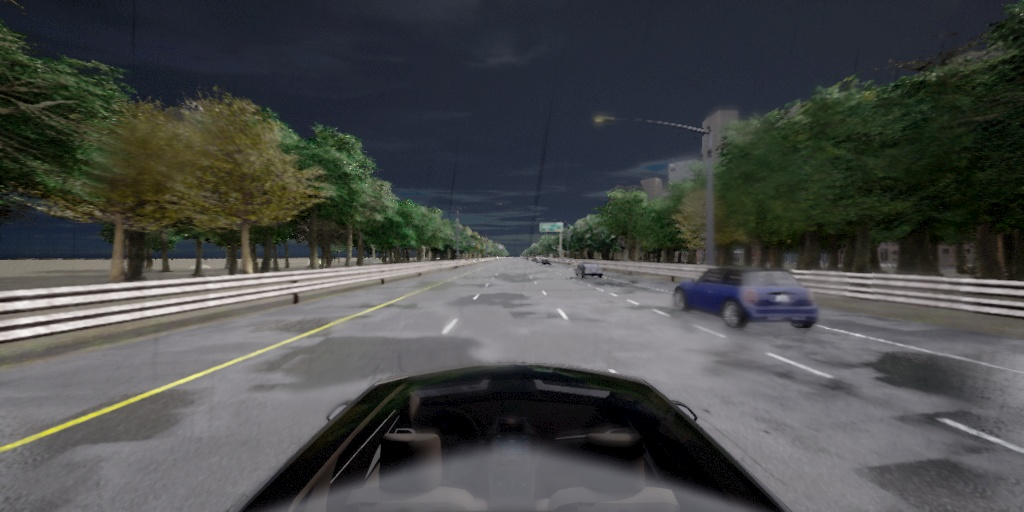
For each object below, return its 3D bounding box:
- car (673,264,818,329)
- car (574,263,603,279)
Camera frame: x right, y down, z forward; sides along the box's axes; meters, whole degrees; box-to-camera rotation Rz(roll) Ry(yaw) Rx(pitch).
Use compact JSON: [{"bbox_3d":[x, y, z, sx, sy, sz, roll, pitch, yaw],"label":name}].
[{"bbox_3d":[7.000,1.107,11.397,2.097,1.767,4.553,0,0,0],"label":"car"},{"bbox_3d":[7.044,1.324,33.372,2.033,1.411,5.357,0,0,0],"label":"car"}]
